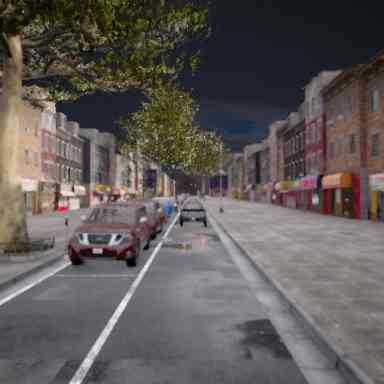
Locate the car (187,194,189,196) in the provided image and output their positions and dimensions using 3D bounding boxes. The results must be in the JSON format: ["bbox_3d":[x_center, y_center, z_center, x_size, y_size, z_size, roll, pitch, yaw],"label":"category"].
[{"bbox_3d":[-2.624,1.672,89.253,1.947,1.339,4.313,2,0,0],"label":"car"}]

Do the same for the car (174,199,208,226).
[{"bbox_3d":[0.088,1.507,23.543,2.128,1.511,4.902,0,0,0],"label":"car"}]

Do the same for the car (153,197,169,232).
[{"bbox_3d":[-2.612,1.326,17.295,2.192,1.841,5.009,2,0,0],"label":"car"}]

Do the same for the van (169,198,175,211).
[{"bbox_3d":[-2.613,1.359,28.366,1.690,1.788,3.998,2,0,0],"label":"van"}]

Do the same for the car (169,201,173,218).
[{"bbox_3d":[-2.619,1.559,22.831,1.887,1.381,4.507,2,0,0],"label":"car"}]

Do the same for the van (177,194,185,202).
[{"bbox_3d":[-2.617,1.422,78.182,1.690,1.788,3.998,2,0,0],"label":"van"}]

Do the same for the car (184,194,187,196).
[{"bbox_3d":[-2.621,1.595,72.477,1.752,1.417,4.829,2,0,0],"label":"car"}]

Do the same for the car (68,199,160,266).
[{"bbox_3d":[-2.612,1.322,11.760,2.192,1.841,5.009,2,0,0],"label":"car"}]

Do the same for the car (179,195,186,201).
[{"bbox_3d":[-2.623,1.644,94.618,1.752,1.417,4.829,2,0,0],"label":"car"}]

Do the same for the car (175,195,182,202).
[{"bbox_3d":[-2.616,1.465,39.437,1.967,1.590,4.097,2,0,0],"label":"car"}]

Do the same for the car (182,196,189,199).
[{"bbox_3d":[0.091,1.590,41.612,1.994,1.385,4.181,0,0,0],"label":"car"}]

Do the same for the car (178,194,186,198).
[{"bbox_3d":[-2.622,1.632,61.577,1.802,1.307,4.206,2,0,0],"label":"car"}]
